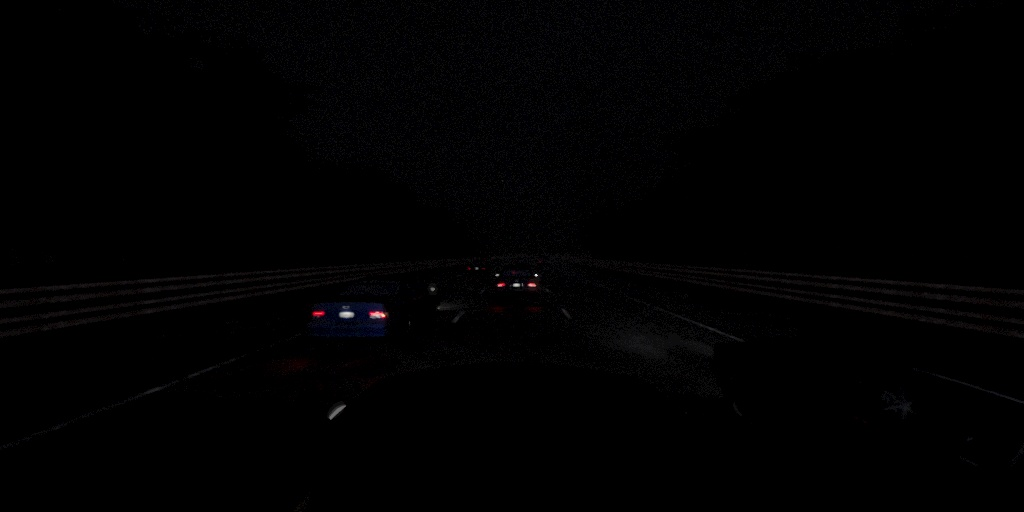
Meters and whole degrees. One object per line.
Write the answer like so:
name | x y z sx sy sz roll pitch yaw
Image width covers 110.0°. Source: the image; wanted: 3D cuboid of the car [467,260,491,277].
car | -2.878 1.097 32.929 2.033 1.411 5.357 0 0 2

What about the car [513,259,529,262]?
car | 1.028 1.039 43.321 1.812 1.442 4.674 0 0 2

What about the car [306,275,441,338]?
car | -3.358 1.231 9.851 2.033 1.411 5.357 0 0 1

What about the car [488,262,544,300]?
car | 0.229 1.186 16.709 2.033 1.411 5.357 0 0 1

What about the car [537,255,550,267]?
car | 5.175 1.023 57.944 1.994 1.385 4.181 0 0 3

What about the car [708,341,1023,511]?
car | 3.502 1.345 2.564 1.895 1.301 4.718 0 0 0
